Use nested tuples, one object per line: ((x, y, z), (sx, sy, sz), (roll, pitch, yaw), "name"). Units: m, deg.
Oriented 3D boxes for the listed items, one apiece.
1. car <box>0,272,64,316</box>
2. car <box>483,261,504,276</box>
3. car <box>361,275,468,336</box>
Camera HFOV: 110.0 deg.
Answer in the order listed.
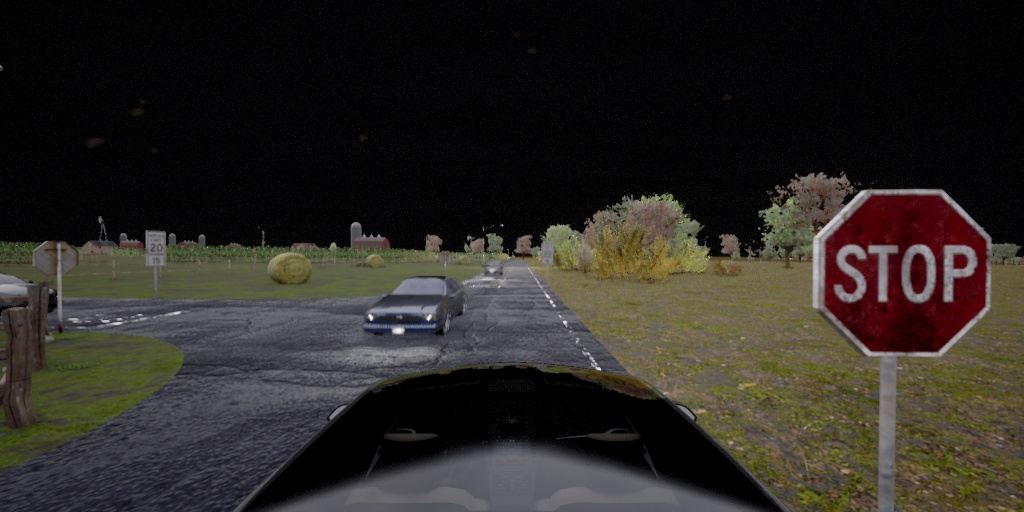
((-17.069, 1.171, 11.150), (4.892, 1.490, 1.837), (1, 1, 1), "car")
((-1.880, 1.293, 37.544), (2.128, 1.511, 4.902), (0, 0, 1), "car")
((-2.513, 1.295, 10.763), (2.033, 1.411, 5.357), (0, 0, 1), "car")
